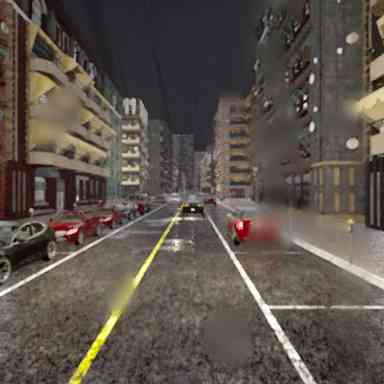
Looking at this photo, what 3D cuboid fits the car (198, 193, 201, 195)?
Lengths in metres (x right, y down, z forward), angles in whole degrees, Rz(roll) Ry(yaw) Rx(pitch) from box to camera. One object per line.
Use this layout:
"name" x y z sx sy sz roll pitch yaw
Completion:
"car" 0.047 1.177 51.016 1.882 1.535 5.008 0 0 0

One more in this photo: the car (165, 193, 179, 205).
"car" -2.737 1.212 53.061 1.812 1.442 4.674 0 0 1

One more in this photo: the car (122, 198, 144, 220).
"car" -5.284 1.399 25.964 2.008 1.369 4.403 1 0 0

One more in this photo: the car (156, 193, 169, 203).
"car" -5.263 1.090 59.256 1.967 1.590 4.097 1 0 0

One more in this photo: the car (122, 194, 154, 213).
"car" -5.277 1.130 31.511 2.192 1.841 5.009 1 0 0

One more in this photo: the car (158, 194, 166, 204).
"car" -5.266 1.265 53.708 1.802 1.307 4.206 1 0 0

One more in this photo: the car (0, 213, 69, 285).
"car" -5.299 1.511 9.317 1.947 1.339 4.313 1 0 0

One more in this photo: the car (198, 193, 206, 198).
"car" 2.652 1.004 91.822 2.008 1.369 4.403 1 0 0

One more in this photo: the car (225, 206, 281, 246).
"car" 2.588 1.354 14.880 1.967 1.590 4.097 1 0 0

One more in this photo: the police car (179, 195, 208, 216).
"police car" 0.105 1.326 30.764 2.038 1.542 4.974 0 0 0

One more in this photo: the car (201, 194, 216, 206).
"car" 2.614 1.298 48.175 1.802 1.307 4.206 1 0 0

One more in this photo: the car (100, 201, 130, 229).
"car" -5.289 1.463 20.415 1.802 1.307 4.206 1 0 0

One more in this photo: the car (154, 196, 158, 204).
"car" -5.275 1.348 37.062 1.947 1.339 4.313 1 0 0

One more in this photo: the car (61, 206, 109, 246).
"car" -5.294 1.495 14.866 1.802 1.307 4.206 1 0 0

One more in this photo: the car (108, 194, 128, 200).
"car" -17.557 1.116 78.654 4.313 1.339 1.947 0 0 0
